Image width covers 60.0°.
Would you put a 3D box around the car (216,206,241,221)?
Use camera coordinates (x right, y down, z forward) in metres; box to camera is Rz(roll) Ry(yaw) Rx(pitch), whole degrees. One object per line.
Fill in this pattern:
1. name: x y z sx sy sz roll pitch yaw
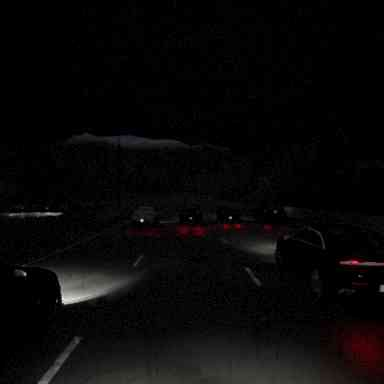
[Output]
1. car: 3.362 2.021 31.490 1.895 1.301 4.718 0 -1 0

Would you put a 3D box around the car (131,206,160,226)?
1. car: -3.597 1.848 26.102 1.812 1.442 4.674 0 -1 0

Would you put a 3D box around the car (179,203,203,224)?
1. car: -0.108 1.847 27.976 2.128 1.511 4.902 0 -1 -1

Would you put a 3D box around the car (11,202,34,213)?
1. car: -24.904 2.277 49.489 1.882 1.535 5.008 0 -2 0

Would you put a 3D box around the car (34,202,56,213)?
1. car: -21.402 2.318 50.061 1.837 1.490 4.892 0 -2 0

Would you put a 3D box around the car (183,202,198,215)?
1. car: -0.231 2.145 43.455 1.882 1.535 5.008 0 -1 0

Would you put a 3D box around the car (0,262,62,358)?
1. car: -3.431 1.602 4.601 1.994 1.385 4.181 0 -1 0

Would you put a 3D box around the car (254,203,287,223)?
1. car: 6.877 1.736 29.613 2.097 1.767 4.553 0 -1 0

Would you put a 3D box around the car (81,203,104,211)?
1. car: -14.405 2.320 49.428 1.812 1.442 4.674 0 -1 0

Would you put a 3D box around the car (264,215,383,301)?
1. car: 3.539 1.566 8.479 2.128 1.511 4.902 0 -1 0

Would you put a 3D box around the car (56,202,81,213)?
1. car: -17.903 2.298 49.860 2.128 1.511 4.902 0 -1 0
